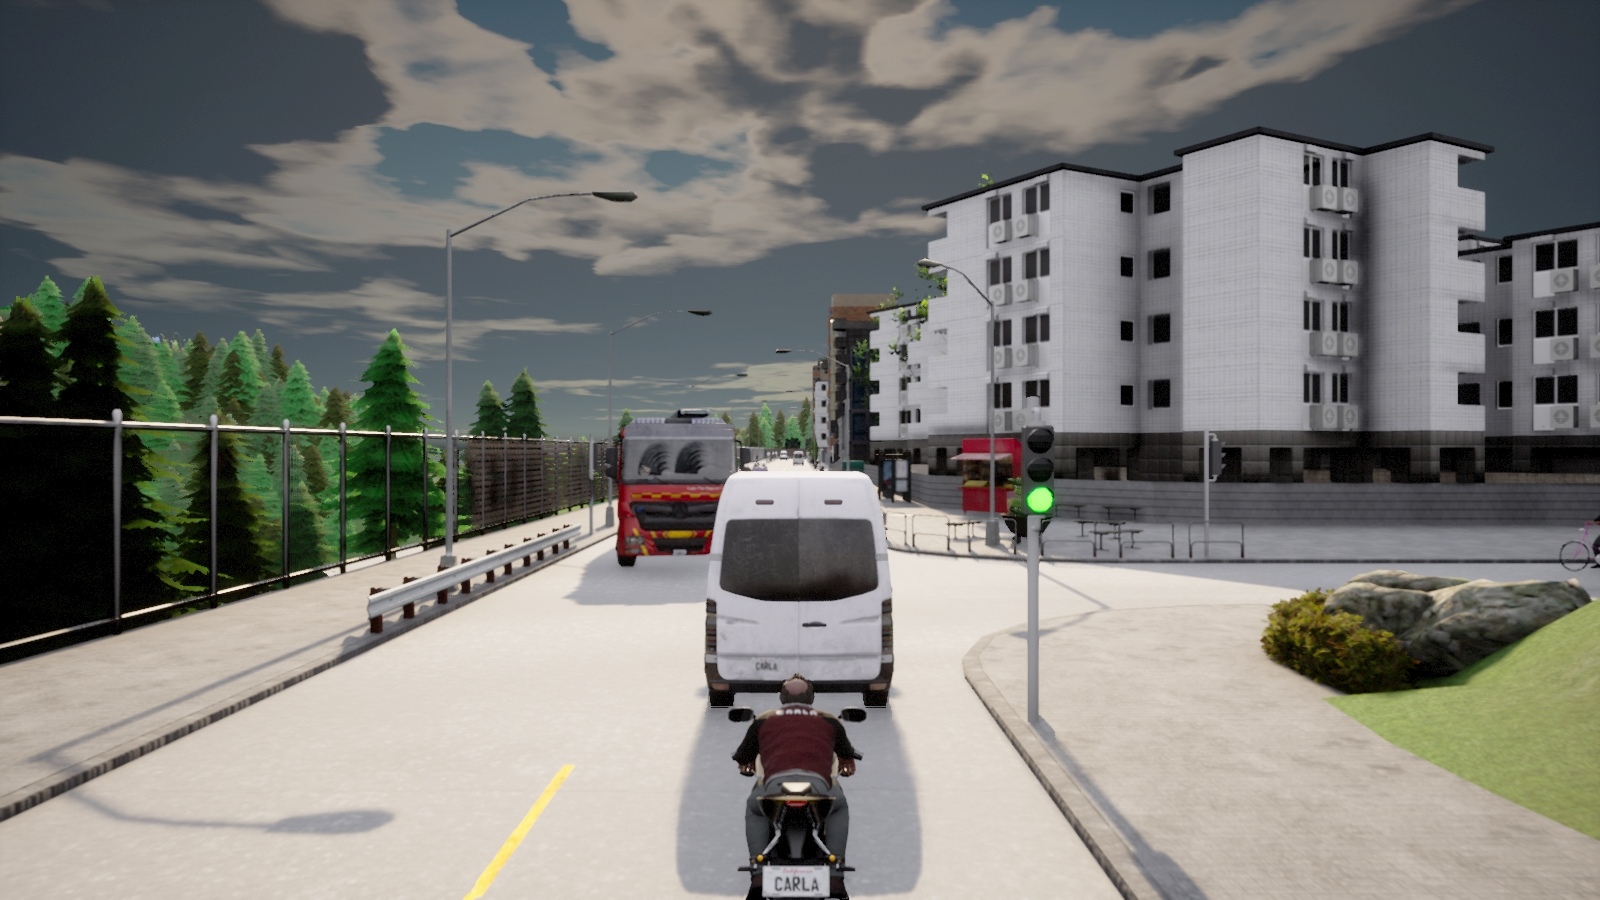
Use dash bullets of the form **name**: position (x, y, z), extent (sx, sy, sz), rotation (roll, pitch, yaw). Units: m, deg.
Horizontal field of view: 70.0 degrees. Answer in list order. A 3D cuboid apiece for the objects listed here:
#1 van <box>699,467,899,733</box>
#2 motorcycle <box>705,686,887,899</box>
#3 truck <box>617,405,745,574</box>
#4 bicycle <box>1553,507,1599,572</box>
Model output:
- **van**: position (-0.019, 1.533, 14.310), extent (1.988, 2.561, 5.915), rotation (0, 0, 0)
- **motorcycle**: position (-0.017, 2.205, 6.545), extent (0.867, 1.251, 2.209), rotation (0, 0, 0)
- **truck**: position (-3.306, 0.890, 30.238), extent (2.891, 3.827, 8.468), rotation (0, 0, -8)
- **bicycle**: position (18.360, 2.059, 26.289), extent (1.835, 1.471, 0.329), rotation (0, 0, 0)
